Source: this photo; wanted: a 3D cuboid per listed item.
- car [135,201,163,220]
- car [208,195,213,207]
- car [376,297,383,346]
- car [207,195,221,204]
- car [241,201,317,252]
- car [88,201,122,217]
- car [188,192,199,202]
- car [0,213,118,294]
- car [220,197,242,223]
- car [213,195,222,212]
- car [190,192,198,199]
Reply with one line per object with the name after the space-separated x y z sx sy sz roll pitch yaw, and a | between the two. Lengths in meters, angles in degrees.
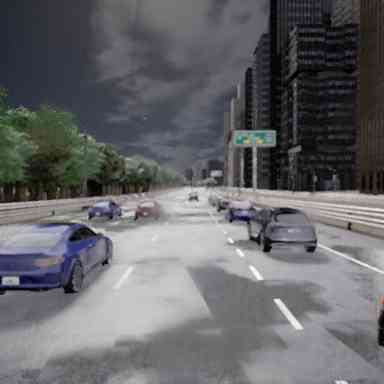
-3.375 1.414 26.487 1.812 1.442 4.674 0 0 0 | car
3.629 1.368 46.536 1.895 1.301 4.718 0 0 0 | car
3.500 1.342 2.568 2.097 1.767 4.553 0 0 0 | car
3.724 1.232 57.476 2.033 1.411 5.357 0 0 1 | car
3.498 1.379 13.591 2.033 1.649 4.856 0 0 0 | car
-6.876 1.414 26.549 1.812 1.442 4.674 0 0 0 | car
0.319 1.118 66.329 1.812 1.442 4.674 0 1 1 | car
-3.401 1.494 8.551 1.812 1.442 4.674 0 0 0 | car
3.516 1.401 24.593 2.163 1.488 4.792 0 0 0 | car
3.560 1.341 35.534 1.837 1.490 4.892 0 0 0 | car
0.530 0.764 82.205 1.882 1.535 5.008 0 1 1 | car
